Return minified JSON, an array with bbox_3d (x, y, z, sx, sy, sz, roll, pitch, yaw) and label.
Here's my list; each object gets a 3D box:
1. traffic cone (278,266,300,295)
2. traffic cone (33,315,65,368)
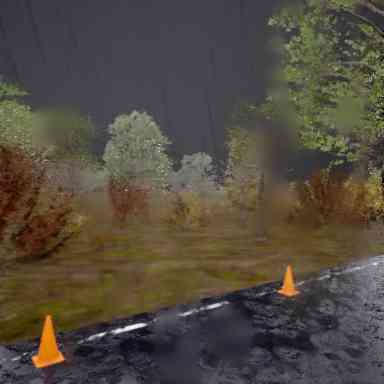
[{"bbox_3d":[2.148,1.931,7.368,0.340,0.580,0.340,0,0,-36],"label":"traffic cone"},{"bbox_3d":[-1.922,1.952,4.463,0.340,0.580,0.340,0,0,-36],"label":"traffic cone"}]
